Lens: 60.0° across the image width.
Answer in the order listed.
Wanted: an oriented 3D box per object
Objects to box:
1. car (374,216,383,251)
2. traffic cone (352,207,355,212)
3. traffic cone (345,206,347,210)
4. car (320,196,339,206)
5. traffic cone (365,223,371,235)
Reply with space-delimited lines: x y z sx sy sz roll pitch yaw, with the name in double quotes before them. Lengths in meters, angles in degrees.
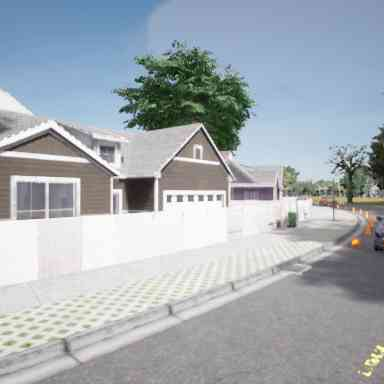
"car" 8.669 1.378 13.347 2.097 1.767 4.553 0 0 34
"traffic cone" 19.485 2.077 40.119 0.340 0.580 0.340 0 0 16
"traffic cone" 20.730 2.096 44.822 0.340 0.580 0.340 0 0 13
"car" 24.718 1.562 59.871 2.097 1.767 4.553 0 0 1
"traffic cone" 9.529 1.993 18.012 0.340 0.580 0.340 0 0 32
